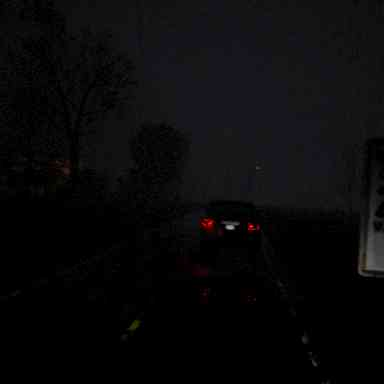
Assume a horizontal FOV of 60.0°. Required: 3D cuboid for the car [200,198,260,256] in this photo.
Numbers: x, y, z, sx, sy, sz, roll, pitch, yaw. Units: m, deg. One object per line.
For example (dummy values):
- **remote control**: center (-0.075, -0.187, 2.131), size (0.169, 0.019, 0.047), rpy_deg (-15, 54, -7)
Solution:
- **car**: center (1.650, 1.309, 13.920), size (2.150, 2.045, 5.566), rpy_deg (3, 0, 8)
